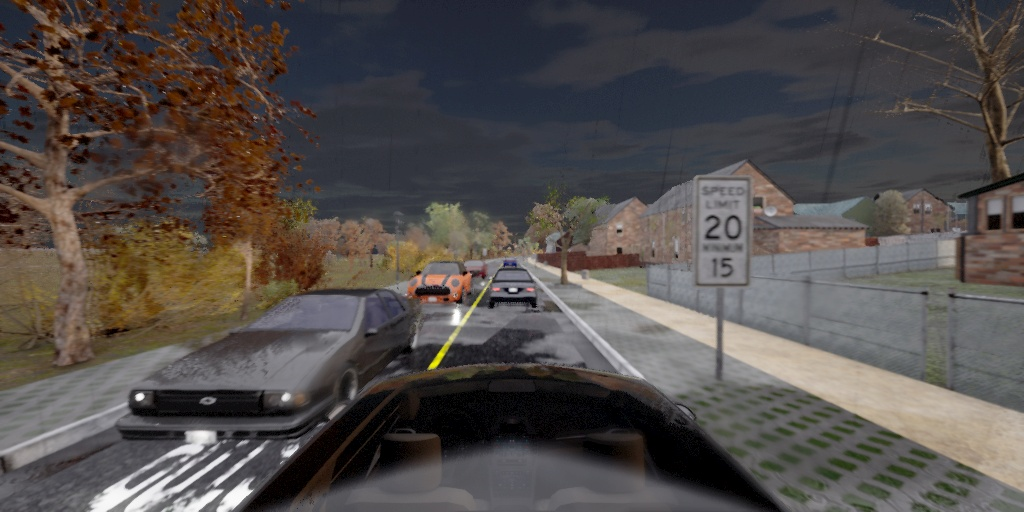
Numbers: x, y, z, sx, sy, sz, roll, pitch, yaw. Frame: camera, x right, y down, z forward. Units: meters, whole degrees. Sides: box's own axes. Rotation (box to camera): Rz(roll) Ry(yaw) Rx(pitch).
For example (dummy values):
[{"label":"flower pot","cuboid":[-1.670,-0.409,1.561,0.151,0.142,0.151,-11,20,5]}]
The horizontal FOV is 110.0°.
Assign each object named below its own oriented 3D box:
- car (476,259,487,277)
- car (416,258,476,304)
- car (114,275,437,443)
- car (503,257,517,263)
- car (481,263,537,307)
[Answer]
[{"label":"car","cuboid":[-2.994,1.018,29.052,1.882,1.535,5.008,0,1,0]},{"label":"car","cuboid":[-2.925,0.992,15.388,2.097,1.767,4.553,0,0,0]},{"label":"car","cuboid":[-2.866,1.257,5.956,2.033,1.411,5.357,0,0,0]},{"label":"car","cuboid":[-0.266,0.881,50.590,1.882,1.535,5.008,0,1,0]},{"label":"car","cuboid":[0.021,1.200,14.886,2.033,1.411,5.357,0,0,0]}]
